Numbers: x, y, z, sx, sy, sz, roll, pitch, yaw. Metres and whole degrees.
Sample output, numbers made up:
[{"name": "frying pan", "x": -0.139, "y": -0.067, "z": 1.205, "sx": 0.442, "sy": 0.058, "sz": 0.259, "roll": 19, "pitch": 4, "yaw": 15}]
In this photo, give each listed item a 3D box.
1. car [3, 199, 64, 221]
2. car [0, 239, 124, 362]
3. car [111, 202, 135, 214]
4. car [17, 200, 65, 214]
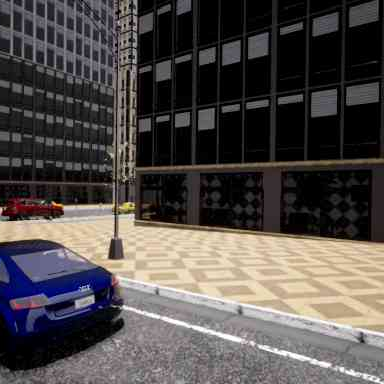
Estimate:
[{"name": "car", "x": -13.814, "y": 1.520, "z": 29.166, "sx": 2.192, "sy": 1.841, "sz": 5.009, "roll": 1, "pitch": 0, "yaw": 36}, {"name": "car", "x": -3.212, "y": 1.561, "z": 5.956, "sx": 4.181, "sy": 1.385, "sz": 1.994, "roll": 0, "pitch": 0, "yaw": 34}, {"name": "car", "x": -7.051, "y": 1.830, "z": 38.403, "sx": 1.752, "sy": 1.417, "sz": 4.829, "roll": 1, "pitch": 0, "yaw": 36}, {"name": "car", "x": -17.347, "y": 1.643, "z": 38.527, "sx": 1.752, "sy": 1.417, "sz": 4.829, "roll": 1, "pitch": 0, "yaw": 36}]
